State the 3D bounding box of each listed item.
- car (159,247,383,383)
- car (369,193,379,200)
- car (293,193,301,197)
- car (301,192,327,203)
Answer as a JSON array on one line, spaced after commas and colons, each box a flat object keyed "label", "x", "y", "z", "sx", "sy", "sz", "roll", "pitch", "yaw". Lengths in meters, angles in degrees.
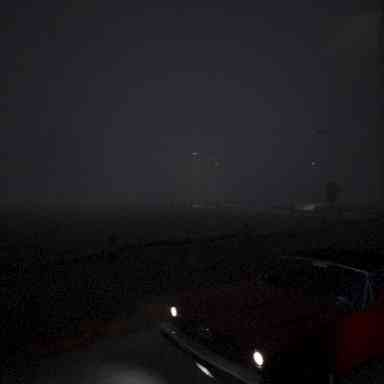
[{"label": "car", "x": 1.938, "y": 1.590, "z": 4.848, "sx": 4.718, "sy": 1.301, "sz": 1.895, "roll": 0, "pitch": 0, "yaw": -35}, {"label": "car", "x": 42.754, "y": 0.990, "z": 75.801, "sx": 1.905, "sy": 1.878, "sz": 3.866, "roll": 0, "pitch": 0, "yaw": -36}, {"label": "car", "x": 26.708, "y": 1.032, "z": 80.494, "sx": 1.932, "sy": 1.855, "sz": 4.605, "roll": 0, "pitch": 0, "yaw": -36}, {"label": "car", "x": 23.208, "y": 1.260, "z": 61.525, "sx": 2.242, "sy": 1.667, "sz": 4.611, "roll": 0, "pitch": 0, "yaw": -36}]
